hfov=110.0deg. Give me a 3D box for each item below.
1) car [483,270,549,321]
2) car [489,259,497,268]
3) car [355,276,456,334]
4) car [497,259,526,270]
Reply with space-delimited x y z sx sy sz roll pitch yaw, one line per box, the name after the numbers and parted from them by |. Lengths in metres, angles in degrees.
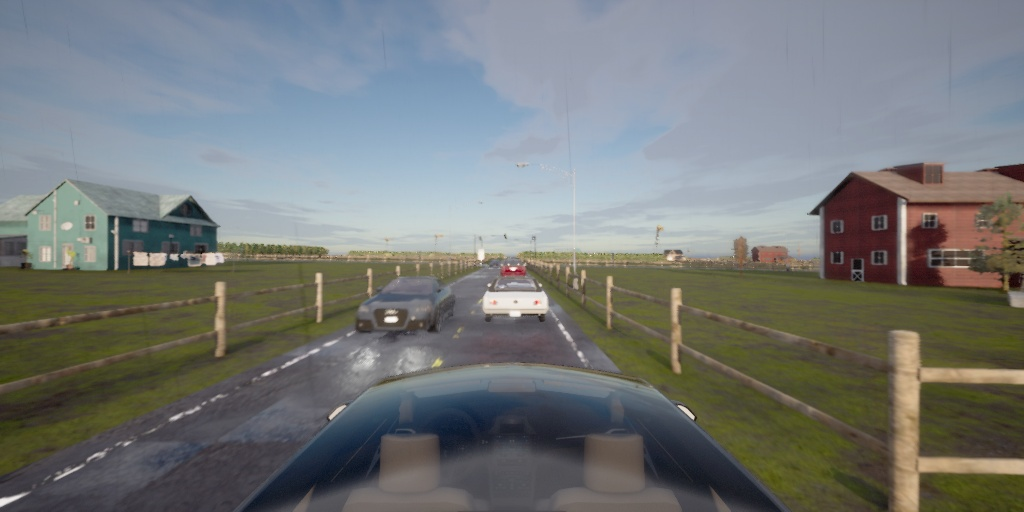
0.098 1.333 12.298 1.895 1.301 4.718 0 0 0 | car
-2.727 1.231 60.300 1.994 1.385 4.181 0 0 0 | car
-2.844 1.299 10.422 1.994 1.385 4.181 0 0 0 | car
0.112 1.056 29.928 2.097 1.767 4.553 0 0 0 | car
